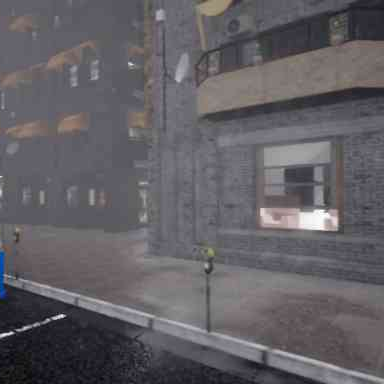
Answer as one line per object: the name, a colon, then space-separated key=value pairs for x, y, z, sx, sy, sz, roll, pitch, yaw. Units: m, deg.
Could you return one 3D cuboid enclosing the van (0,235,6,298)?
van: x=-5.437 y=1.408 z=6.755 sx=3.998 sy=1.788 sz=1.690 roll=-1 pitch=-1 yaw=35
